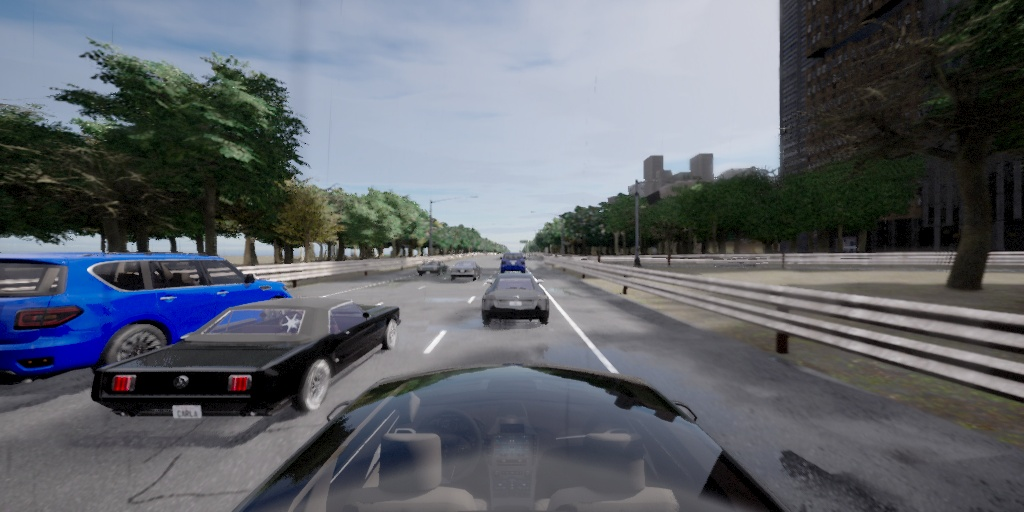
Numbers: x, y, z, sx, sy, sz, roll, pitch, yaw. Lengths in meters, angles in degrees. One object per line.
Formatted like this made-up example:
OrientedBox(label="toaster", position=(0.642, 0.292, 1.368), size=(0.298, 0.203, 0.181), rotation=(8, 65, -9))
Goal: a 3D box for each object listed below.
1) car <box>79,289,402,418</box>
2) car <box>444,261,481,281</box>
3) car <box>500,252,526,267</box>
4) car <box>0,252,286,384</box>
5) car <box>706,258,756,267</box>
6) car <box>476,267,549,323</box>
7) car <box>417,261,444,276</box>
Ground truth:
OrientedBox(label="car", position=(-3.402, 1.340, 5.983), size=(1.895, 1.301, 4.718), rotation=(0, 0, 0))
OrientedBox(label="car", position=(-3.409, 1.072, 27.095), size=(2.033, 1.411, 5.357), rotation=(0, 1, 0))
OrientedBox(label="car", position=(0.089, 0.688, 32.401), size=(2.150, 2.045, 5.566), rotation=(0, 1, 0))
OrientedBox(label="car", position=(-6.903, 0.953, 7.167), size=(2.150, 2.045, 5.566), rotation=(0, 0, 0))
OrientedBox(label="car", position=(23.840, 0.553, 39.155), size=(1.895, 1.301, 4.718), rotation=(0, 0, -36))
OrientedBox(label="car", position=(0.097, 1.255, 11.839), size=(1.994, 1.385, 4.181), rotation=(0, 1, 0))
OrientedBox(label="car", position=(-6.909, 1.074, 31.778), size=(1.895, 1.301, 4.718), rotation=(0, 1, 0))
